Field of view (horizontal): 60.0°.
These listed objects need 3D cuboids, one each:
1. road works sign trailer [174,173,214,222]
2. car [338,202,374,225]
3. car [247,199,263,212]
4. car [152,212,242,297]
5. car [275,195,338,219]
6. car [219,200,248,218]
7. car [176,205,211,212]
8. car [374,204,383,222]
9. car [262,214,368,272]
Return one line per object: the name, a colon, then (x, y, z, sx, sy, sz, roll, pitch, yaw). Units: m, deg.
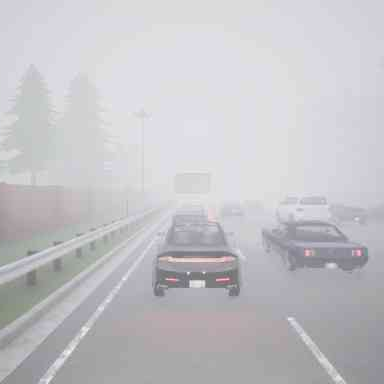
road works sign trailer: (0.066, 0.464, 22.954, 2.380, 3.560, 2.880, 0, 0, -1)
car: (10.598, 1.503, 23.745, 1.837, 1.490, 4.892, 0, -1, 0)
car: (7.102, 1.547, 39.389, 2.033, 1.411, 5.357, 0, 0, 0)
car: (0.101, 1.491, 8.589, 2.128, 1.511, 4.902, 0, 0, 0)
car: (7.101, 1.218, 21.712, 2.150, 2.045, 5.566, 0, -1, 0)
car: (3.602, 1.565, 30.462, 1.994, 1.385, 4.181, 0, 0, 0)
car: (0.030, 1.474, 19.035, 1.882, 1.535, 5.008, 0, 0, 5)
car: (14.101, 1.547, 23.707, 2.033, 1.411, 5.357, 0, 0, 0)
car: (3.601, 1.601, 10.778, 1.895, 1.301, 4.718, 0, 0, 0)
